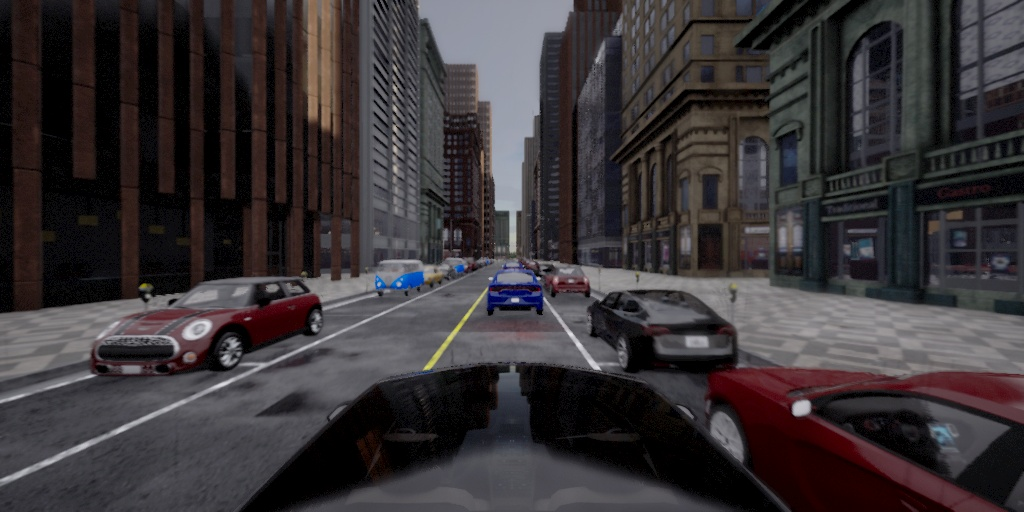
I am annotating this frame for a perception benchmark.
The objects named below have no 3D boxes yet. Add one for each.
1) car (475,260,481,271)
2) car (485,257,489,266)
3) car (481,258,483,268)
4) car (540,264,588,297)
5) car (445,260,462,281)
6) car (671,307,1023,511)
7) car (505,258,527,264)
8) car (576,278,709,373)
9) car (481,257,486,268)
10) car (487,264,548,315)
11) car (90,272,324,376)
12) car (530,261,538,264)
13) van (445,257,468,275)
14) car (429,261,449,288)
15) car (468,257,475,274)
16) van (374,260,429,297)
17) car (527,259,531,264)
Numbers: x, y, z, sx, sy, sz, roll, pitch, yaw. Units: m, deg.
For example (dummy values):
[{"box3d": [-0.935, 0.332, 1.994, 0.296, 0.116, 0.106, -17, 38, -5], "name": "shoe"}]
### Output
[{"box3d": [-5.755, 1.083, 46.879, 2.192, 1.841, 5.009, 0, 0, 0], "name": "car"}, {"box3d": [-5.752, 1.331, 63.789, 2.007, 1.370, 4.403, 0, 0, 0], "name": "car"}, {"box3d": [-5.754, 1.338, 52.516, 1.948, 1.339, 4.313, 0, 0, 0], "name": "car"}, {"box3d": [2.765, 1.193, 18.702, 1.967, 1.591, 4.097, 0, 0, 0], "name": "car"}, {"box3d": [-5.758, 1.308, 29.969, 2.007, 1.370, 4.403, 0, 0, 0], "name": "car"}, {"box3d": [2.763, 1.295, 1.794, 1.888, 1.381, 4.507, 0, 0, 0], "name": "car"}, {"box3d": [0.105, 1.237, 31.796, 1.882, 1.535, 5.008, 0, 0, 0], "name": "car"}, {"box3d": [2.764, 1.317, 7.430, 1.948, 1.339, 4.313, 0, 0, 0], "name": "car"}, {"box3d": [-5.753, 1.342, 58.152, 1.948, 1.339, 4.313, 0, 0, 0], "name": "car"}, {"box3d": [0.102, 1.230, 13.660, 1.882, 1.535, 5.008, 0, 0, 0], "name": "car"}, {"box3d": [-5.762, 1.191, 7.423, 1.967, 1.591, 4.097, 0, 0, 0], "name": "car"}, {"box3d": [2.767, 1.324, 29.974, 1.948, 1.339, 4.313, 0, 0, 0], "name": "car"}, {"box3d": [-5.757, 1.102, 35.606, 1.690, 1.789, 3.998, 0, 0, 0], "name": "van"}, {"box3d": [-5.759, 1.281, 24.163, 1.751, 1.417, 4.829, 0, 0, 0], "name": "car"}, {"box3d": [-5.756, 1.205, 41.242, 1.967, 1.591, 4.097, 0, 0, 0], "name": "car"}, {"box3d": [-5.760, 1.094, 18.696, 1.690, 1.789, 3.998, 0, 0, 0], "name": "van"}, {"box3d": [2.770, 1.350, 46.884, 1.802, 1.307, 4.207, 0, 0, 0], "name": "car"}]
